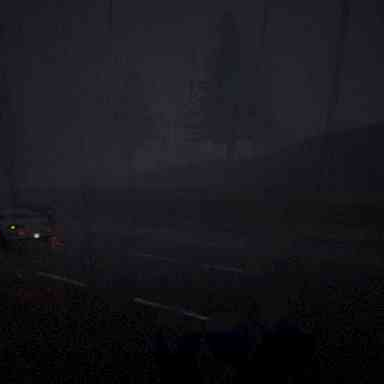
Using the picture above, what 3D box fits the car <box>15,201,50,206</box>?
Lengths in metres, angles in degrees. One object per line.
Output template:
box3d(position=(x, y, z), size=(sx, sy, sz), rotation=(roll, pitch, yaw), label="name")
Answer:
box3d(position=(-10.257, 1.349, 20.787), size=(4.892, 1.490, 1.837), rotation=(1, 0, 40), label="car")

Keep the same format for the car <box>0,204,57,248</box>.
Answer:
box3d(position=(-7.753, 1.415, 14.143), size=(4.674, 1.442, 1.812), rotation=(1, 0, 38), label="car")
